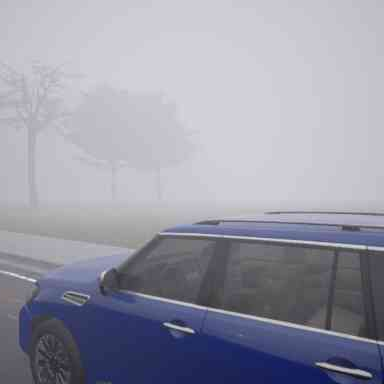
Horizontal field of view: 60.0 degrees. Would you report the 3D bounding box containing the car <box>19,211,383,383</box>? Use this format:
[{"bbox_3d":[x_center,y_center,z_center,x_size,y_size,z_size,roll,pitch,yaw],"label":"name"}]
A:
[{"bbox_3d":[0.588,1.222,3.273,5.566,2.045,2.150,0,0,35],"label":"car"}]
